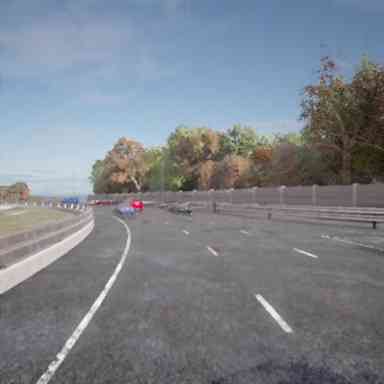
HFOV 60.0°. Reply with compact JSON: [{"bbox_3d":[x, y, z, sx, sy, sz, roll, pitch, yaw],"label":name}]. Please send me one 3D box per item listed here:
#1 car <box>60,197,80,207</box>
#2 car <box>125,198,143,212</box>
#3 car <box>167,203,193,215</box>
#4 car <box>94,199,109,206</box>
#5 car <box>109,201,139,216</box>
[{"bbox_3d":[-24.908,2.063,67.937,2.150,2.045,5.566,0,-1,-42],"label":"car"},{"bbox_3d":[-9.262,1.939,51.032,2.150,2.045,5.566,0,-1,-28],"label":"car"},{"bbox_3d":[-1.645,2.118,42.941,2.033,1.411,5.357,0,-1,-23],"label":"car"},{"bbox_3d":[-19.505,2.345,72.388,1.882,1.535,5.008,0,-1,-42],"label":"car"},{"bbox_3d":[-8.560,2.135,41.357,2.033,1.411,5.357,0,-1,-23],"label":"car"}]
